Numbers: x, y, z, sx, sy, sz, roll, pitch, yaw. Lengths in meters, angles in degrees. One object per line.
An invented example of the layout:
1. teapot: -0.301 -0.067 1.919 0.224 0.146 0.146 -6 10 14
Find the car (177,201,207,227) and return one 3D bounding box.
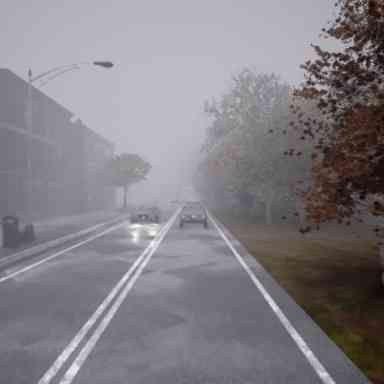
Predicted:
1. car: 0.094 1.576 23.078 2.033 1.411 5.357 0 0 0

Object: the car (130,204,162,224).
1. car: -3.355 1.594 24.943 1.994 1.385 4.181 0 0 0

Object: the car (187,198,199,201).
1. car: 0.087 1.526 41.723 1.882 1.535 5.008 0 0 0

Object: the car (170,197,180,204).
1. car: -3.249 1.736 66.357 2.033 1.411 5.357 0 0 0
